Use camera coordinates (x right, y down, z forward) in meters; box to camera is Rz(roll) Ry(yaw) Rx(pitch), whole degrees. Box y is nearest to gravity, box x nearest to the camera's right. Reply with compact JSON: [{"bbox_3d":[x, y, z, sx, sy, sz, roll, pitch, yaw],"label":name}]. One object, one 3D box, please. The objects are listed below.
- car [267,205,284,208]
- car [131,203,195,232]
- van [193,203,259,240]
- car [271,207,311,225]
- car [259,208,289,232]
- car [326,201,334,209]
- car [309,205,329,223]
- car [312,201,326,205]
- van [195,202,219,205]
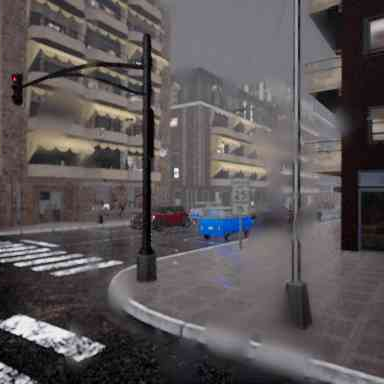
[{"bbox_3d":[10.189,2.295,40.556,1.812,1.442,4.674,0,-1,36],"label":"car"},{"bbox_3d":[-2.130,1.712,23.238,2.097,1.767,4.553,0,-1,35],"label":"car"},{"bbox_3d":[2.042,1.695,18.908,1.690,1.788,3.998,-1,-2,35],"label":"van"},{"bbox_3d":[8.317,2.149,28.034,1.802,1.307,4.206,-1,-2,35],"label":"car"},{"bbox_3d":[5.112,2.026,23.518,1.947,1.339,4.313,-1,-2,35],"label":"car"},{"bbox_3d":[27.132,2.711,68.965,2.192,1.841,5.009,-1,-2,35],"label":"car"},{"bbox_3d":[11.524,2.224,32.552,2.008,1.369,4.403,-1,-2,35],"label":"car"},{"bbox_3d":[23.926,2.872,64.442,1.802,1.307,4.206,-1,-2,35],"label":"car"},{"bbox_3d":[1.480,1.886,32.829,1.690,1.788,3.998,-1,-2,35],"label":"van"}]
